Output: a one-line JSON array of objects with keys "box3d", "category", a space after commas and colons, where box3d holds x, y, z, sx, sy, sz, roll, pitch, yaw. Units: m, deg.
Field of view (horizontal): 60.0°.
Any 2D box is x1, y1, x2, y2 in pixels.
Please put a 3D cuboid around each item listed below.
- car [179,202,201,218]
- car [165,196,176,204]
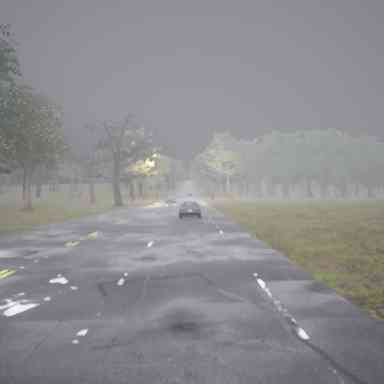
[{"box3d": [-0.190, 1.593, 30.901, 1.994, 1.385, 4.181, 0, 0, 0], "category": "car"}, {"box3d": [-3.934, 1.517, 61.930, 1.812, 1.442, 4.674, 0, 0, 1], "category": "car"}]
